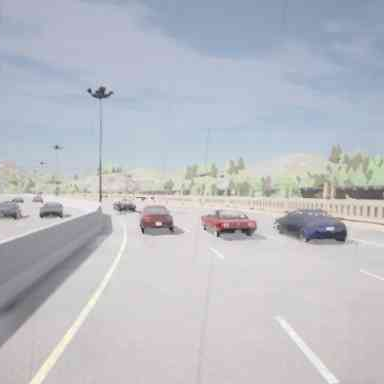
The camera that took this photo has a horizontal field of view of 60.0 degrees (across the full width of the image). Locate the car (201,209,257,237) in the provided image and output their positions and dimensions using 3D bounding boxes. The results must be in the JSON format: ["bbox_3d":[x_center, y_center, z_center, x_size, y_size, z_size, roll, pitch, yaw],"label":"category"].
[{"bbox_3d":[1.768,1.566,17.730,1.895,1.301,4.718,0,0,-10],"label":"car"}]

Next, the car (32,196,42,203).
[{"bbox_3d":[-30.980,1.512,66.863,1.812,1.442,4.674,0,0,-29],"label":"car"}]

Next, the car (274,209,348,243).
[{"bbox_3d":[5.562,1.517,16.062,1.994,1.385,4.181,0,0,-8],"label":"car"}]

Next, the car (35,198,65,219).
[{"bbox_3d":[-12.297,1.550,29.452,2.033,1.411,5.357,0,0,-19],"label":"car"}]

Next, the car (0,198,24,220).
[{"bbox_3d":[-15.574,1.543,28.127,1.812,1.442,4.674,0,0,-19],"label":"car"}]

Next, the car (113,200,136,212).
[{"bbox_3d":[-7.736,1.573,37.627,1.895,1.301,4.718,0,0,-22],"label":"car"}]

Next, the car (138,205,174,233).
[{"bbox_3d":[-2.187,1.504,19.708,1.812,1.442,4.674,0,0,-11],"label":"car"}]
